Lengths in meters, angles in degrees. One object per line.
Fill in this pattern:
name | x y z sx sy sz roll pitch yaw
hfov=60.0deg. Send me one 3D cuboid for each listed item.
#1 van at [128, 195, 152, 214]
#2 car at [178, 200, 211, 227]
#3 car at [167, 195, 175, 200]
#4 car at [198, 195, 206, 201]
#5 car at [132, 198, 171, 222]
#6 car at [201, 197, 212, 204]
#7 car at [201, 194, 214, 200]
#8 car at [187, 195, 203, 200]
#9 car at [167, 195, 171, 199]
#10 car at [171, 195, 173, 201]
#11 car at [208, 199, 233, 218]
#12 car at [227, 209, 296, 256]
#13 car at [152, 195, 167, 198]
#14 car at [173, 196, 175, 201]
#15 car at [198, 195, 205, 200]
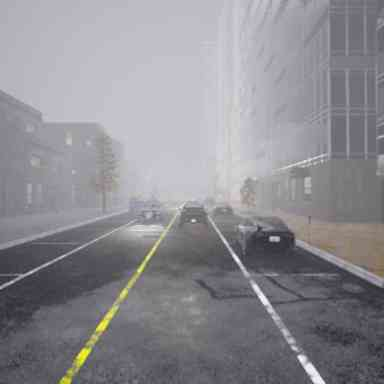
van | -5.681 1.354 35.575 1.690 1.788 3.998 1 0 0
car | 0.096 1.512 22.872 1.837 1.490 4.892 0 0 0
car | -5.697 1.607 92.015 1.947 1.339 4.313 1 0 0
car | 2.685 1.604 86.317 1.947 1.339 4.313 1 0 0
car | -3.097 1.500 26.345 2.128 1.511 4.902 0 0 0
car | 2.689 1.591 63.740 1.947 1.339 4.313 1 0 0
car | 2.693 1.460 52.453 1.967 1.590 4.097 1 0 0
car | 0.091 1.507 45.963 2.128 1.511 4.902 0 0 0
car | -5.690 1.575 63.795 2.008 1.369 4.403 1 0 0
car | -5.692 1.572 69.438 1.887 1.381 4.507 1 0 0
car | 2.696 1.577 29.877 1.947 1.339 4.313 1 0 0
car | 2.699 1.570 12.943 1.947 1.339 4.313 1 0 0
car | -5.684 1.335 52.507 2.192 1.841 5.009 1 0 0
car | -5.693 1.478 86.371 1.967 1.590 4.097 1 0 0
car | 2.687 1.623 91.961 1.802 1.307 4.206 1 0 0
